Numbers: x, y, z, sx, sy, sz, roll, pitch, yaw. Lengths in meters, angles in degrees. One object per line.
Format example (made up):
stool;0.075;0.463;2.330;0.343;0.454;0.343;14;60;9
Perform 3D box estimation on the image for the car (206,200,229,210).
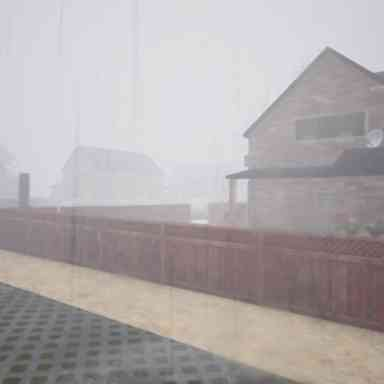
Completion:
car;3.707;1.729;42.692;1.895;1.301;4.718;1;0;36
